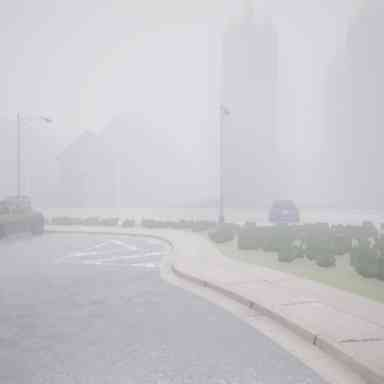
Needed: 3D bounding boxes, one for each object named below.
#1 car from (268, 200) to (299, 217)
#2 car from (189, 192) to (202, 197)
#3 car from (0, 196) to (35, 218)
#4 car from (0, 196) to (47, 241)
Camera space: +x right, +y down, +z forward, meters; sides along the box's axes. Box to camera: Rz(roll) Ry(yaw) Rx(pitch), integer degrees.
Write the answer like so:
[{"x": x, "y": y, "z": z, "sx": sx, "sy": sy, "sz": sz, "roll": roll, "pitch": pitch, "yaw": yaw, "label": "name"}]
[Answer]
[{"x": 7.175, "y": 1.479, "z": 26.223, "sx": 2.242, "sy": 1.667, "sz": 4.611, "roll": 0, "pitch": 0, "yaw": 11, "label": "car"}, {"x": 1.032, "y": 1.117, "z": 91.403, "sx": 3.866, "sy": 1.878, "sz": 1.905, "roll": 2, "pitch": -7, "yaw": -32, "label": "car"}, {"x": -16.599, "y": 1.312, "z": 30.778, "sx": 1.905, "sy": 1.878, "sz": 3.866, "roll": 0, "pitch": 0, "yaw": 11, "label": "car"}, {"x": -9.085, "y": 1.309, "z": 15.843, "sx": 1.932, "sy": 1.855, "sz": 4.605, "roll": 0, "pitch": 0, "yaw": 11, "label": "car"}]
